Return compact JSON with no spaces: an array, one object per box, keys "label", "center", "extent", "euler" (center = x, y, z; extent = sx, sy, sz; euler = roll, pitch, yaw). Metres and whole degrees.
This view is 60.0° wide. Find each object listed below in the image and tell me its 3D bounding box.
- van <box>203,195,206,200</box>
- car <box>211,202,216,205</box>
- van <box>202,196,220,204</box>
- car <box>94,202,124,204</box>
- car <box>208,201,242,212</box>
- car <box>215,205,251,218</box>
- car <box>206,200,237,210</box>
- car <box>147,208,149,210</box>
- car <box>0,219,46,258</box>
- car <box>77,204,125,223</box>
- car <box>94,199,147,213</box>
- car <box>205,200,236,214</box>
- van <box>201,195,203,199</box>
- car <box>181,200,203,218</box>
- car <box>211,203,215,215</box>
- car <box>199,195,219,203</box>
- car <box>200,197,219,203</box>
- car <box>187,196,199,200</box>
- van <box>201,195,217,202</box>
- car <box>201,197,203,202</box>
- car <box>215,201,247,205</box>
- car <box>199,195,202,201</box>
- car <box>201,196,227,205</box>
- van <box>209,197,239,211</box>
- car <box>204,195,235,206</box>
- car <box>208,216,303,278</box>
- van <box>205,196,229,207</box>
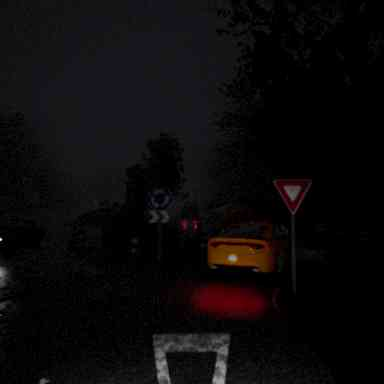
[{"label":"van","center":[4.634,1.800,59.172],"extent":[4.442,1.987,1.878],"euler":[0,0,0]},{"label":"car","center":[4.753,2.137,37.037],"extent":[4.674,1.452,2.002],"euler":[0,0,0]},{"label":"van","center":[4.844,1.892,84.245],"extent":[4.442,1.987,1.878],"euler":[0,0,0]},{"label":"car","center":[-8.317,2.110,34.265],"extent":[5.008,1.535,2.097],"euler":[0,0,0]},{"label":"car","center":[4.720,2.072,48.115],"extent":[4.792,1.488,2.163],"euler":[0,0,0]},{"label":"car","center":[4.755,2.137,28.849],"extent":[5.008,1.535,2.097],"euler":[0,0,0]},{"label":"car","center":[4.774,2.052,53.780],"extent":[4.792,1.488,2.163],"euler":[0,0,0]},{"label":"car","center":[-8.141,2.080,39.817],"extent":[5.366,1.575,1.946],"euler":[0,0,0]},{"label":"car","center":[-7.614,1.789,13.523],"extent":[1.895,1.301,4.718],"euler":[1,-2,-7]},{"label":"car","center":[-8.350,2.153,31.489],"extent":[4.792,1.488,2.163],"euler":[0,0,0]},{"label":"car","center":[-8.296,1.845,37.040],"extent":[5.566,2.045,2.435],"euler":[0,0,0]},{"label":"car","center":[4.568,2.080,39.806],"extent":[5.366,1.575,1.946],"euler":[0,0,0]},{"label":"van","center":[4.620,1.829,67.498],"extent":[4.442,1.987,1.878],"euler":[0,0,0]},{"label":"car","center":[-0.191,2.103,38.083],"extent":[2.128,1.511,4.902],"euler":[0,0,0]},{"label":"car","center":[4.728,2.140,34.266],"extent":[4.792,1.488,2.163],"euler":[0,0,0]},{"label":"car","center":[4.694,1.898,92.555],"extent":[5.566,2.045,2.435],"euler":[0,0,0]},{"label":"car","center":[4.718,2.138,89.660],"extent":[5.008,1.535,2.097],"euler":[0,0,0]},{"label":"car","center":[-0.200,2.039,64.039],"extent":[1.882,1.535,5.008],"euler":[0,0,0]},{"label":"van","center":[4.837,1.934,95.326],"extent":[4.442,1.987,1.878],"euler":[0,0,0]},{"label":"car","center":[4.746,2.033,61.958],"extent":[5.008,1.535,2.097],"euler":[0,0,0]},{"label":"car","center":[4.790,1.998,31.620],"extent":[4.553,1.767,2.185],"euler":[0,0,0]},{"label":"car","center":[4.707,1.814,70.268],"extent":[5.566,2.045,2.435],"euler":[0,0,0]},{"label":"car","center":[4.706,1.824,73.038],"extent":[5.566,2.045,2.435],"euler":[0,0,0]},{"label":"van","center":[4.864,1.805,51.009],"extent":[4.442,1.987,1.878],"euler":[0,0,0]},{"label":"car","center":[4.779,1.805,45.345],"extent":[5.566,2.045,2.435],"euler":[0,0,0]},{"label":"car","center":[2.241,1.666,10.783],"extent":[1.882,1.535,5.008],"euler":[-3,-4,28]},{"label":"van","center":[4.855,1.818,64.728],"extent":[4.442,1.987,1.878],"euler":[0,0,0]}]
